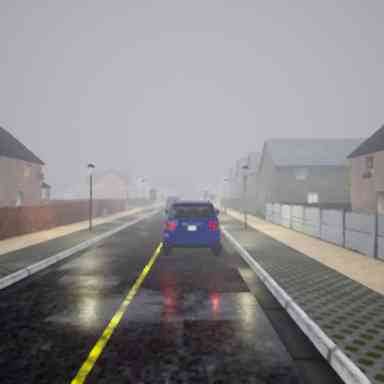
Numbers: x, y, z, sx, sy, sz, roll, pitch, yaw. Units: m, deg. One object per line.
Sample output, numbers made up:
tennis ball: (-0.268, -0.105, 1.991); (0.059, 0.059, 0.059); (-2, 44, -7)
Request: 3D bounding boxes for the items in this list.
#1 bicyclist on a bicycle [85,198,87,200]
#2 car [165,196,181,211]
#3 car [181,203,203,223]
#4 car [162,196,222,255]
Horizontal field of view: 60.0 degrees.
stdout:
bicyclist on a bicycle: (-20.203, 1.943, 63.486); (0.582, 1.620, 1.656); (0, -1, 0)
car: (-2.745, 1.674, 49.702); (2.150, 2.045, 5.566); (0, -1, 0)
car: (0.009, 1.803, 29.367); (1.812, 1.442, 4.674); (0, 0, 0)
car: (0.003, 1.349, 14.007); (2.150, 2.045, 5.566); (0, 0, 0)
